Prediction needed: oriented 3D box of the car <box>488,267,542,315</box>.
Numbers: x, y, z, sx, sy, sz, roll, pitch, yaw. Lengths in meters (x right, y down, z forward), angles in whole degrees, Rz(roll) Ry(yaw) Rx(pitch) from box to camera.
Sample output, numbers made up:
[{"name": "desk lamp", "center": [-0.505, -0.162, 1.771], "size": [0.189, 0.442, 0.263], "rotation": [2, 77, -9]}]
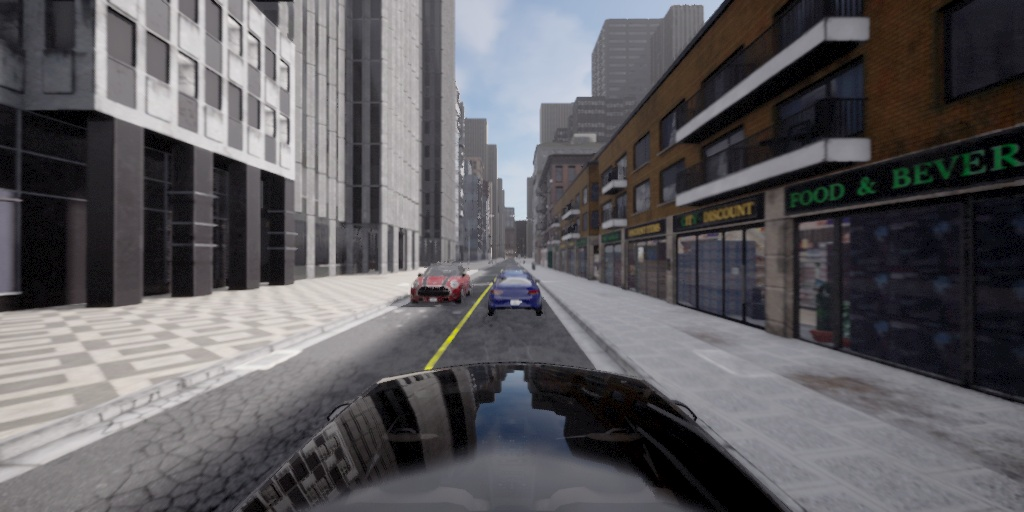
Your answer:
[{"name": "car", "center": [0.101, 1.297, 13.544], "size": [1.812, 1.442, 4.674], "rotation": [0, 0, 0]}]

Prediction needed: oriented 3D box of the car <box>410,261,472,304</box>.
[{"name": "car", "center": [-3.095, 1.129, 16.340], "size": [2.097, 1.767, 4.553], "rotation": [0, 0, 0]}]

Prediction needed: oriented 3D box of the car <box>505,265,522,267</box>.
[{"name": "car", "center": [0.110, 1.404, 30.912], "size": [1.895, 1.301, 4.718], "rotation": [0, 0, 0]}]
